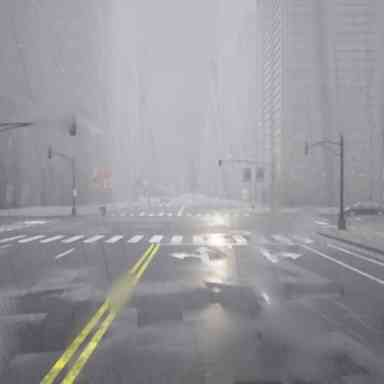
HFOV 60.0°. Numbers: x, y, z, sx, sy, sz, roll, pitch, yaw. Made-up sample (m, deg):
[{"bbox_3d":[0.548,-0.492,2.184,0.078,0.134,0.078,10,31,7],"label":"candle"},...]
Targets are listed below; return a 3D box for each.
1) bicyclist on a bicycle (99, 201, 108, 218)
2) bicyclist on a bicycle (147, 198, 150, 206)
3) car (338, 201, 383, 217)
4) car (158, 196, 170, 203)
[{"bbox_3d":[-8.570,1.698,32.240,0.866,1.612,1.509,0,-1,1],"label":"bicyclist on a bicycle"},{"bbox_3d":[-8.691,2.011,66.984,0.582,1.620,1.656,0,0,0],"label":"bicyclist on a bicycle"},{"bbox_3d":[16.713,1.624,32.989,4.097,1.590,1.967,0,0,0],"label":"car"},{"bbox_3d":[-6.418,1.761,79.493,1.882,1.535,5.008,0,-1,0],"label":"car"}]
